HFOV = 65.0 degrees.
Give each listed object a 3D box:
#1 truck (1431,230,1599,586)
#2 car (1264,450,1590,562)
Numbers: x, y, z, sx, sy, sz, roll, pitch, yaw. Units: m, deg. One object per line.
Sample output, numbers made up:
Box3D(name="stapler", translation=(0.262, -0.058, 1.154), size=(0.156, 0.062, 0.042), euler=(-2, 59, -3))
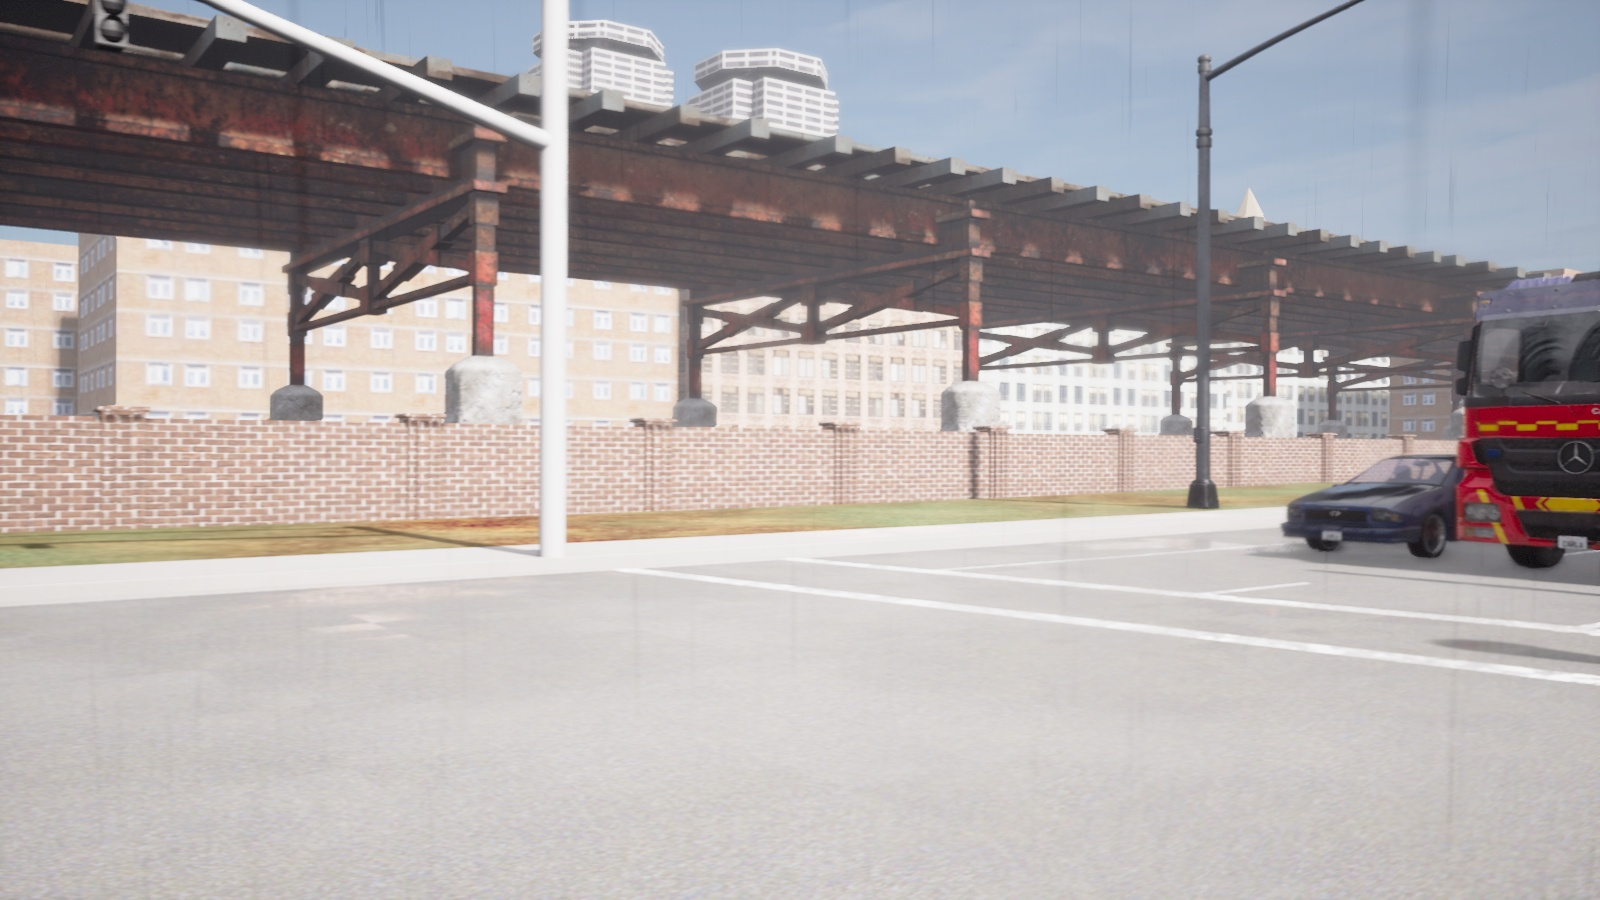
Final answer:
Box3D(name="truck", translation=(11.917, -0.497, 16.186), size=(8.468, 3.827, 2.891), euler=(-1, 0, -33))
Box3D(name="car", translation=(9.473, 0.732, 18.786), size=(5.357, 1.411, 2.033), euler=(-1, 0, -35))
